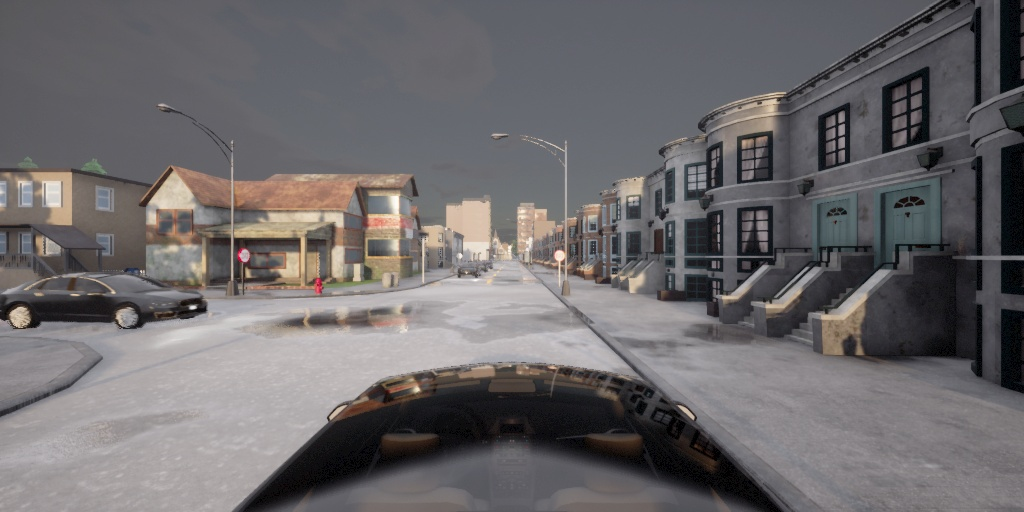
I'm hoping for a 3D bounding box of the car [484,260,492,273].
[{"bbox_3d":[-3.979,1.242,43.858,2.128,1.511,4.902,0,0,0],"label":"car"}]

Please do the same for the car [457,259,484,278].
[{"bbox_3d":[-4.015,1.255,34.195,1.837,1.490,4.892,0,0,0],"label":"car"}]

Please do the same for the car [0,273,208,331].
[{"bbox_3d":[-11.750,1.255,10.480,4.892,1.490,1.837,0,0,0],"label":"car"}]
